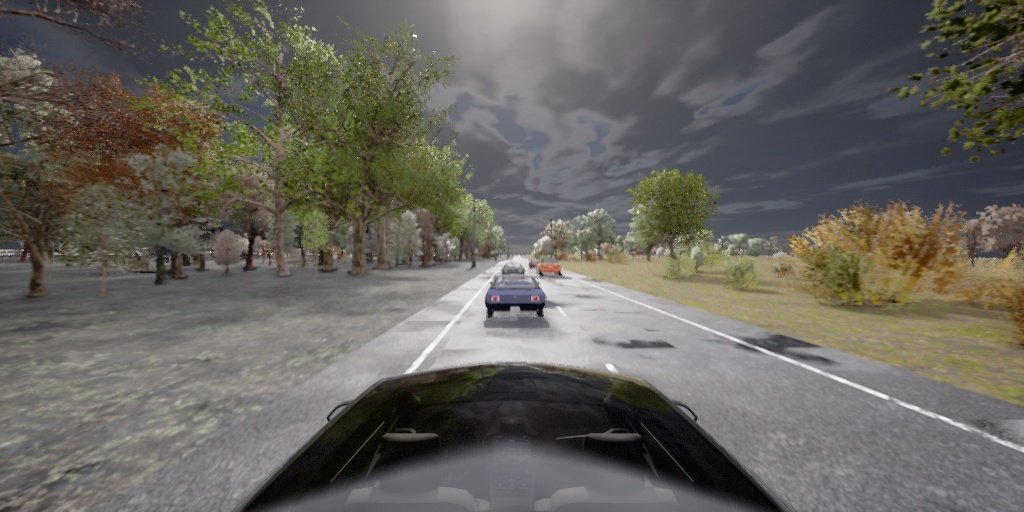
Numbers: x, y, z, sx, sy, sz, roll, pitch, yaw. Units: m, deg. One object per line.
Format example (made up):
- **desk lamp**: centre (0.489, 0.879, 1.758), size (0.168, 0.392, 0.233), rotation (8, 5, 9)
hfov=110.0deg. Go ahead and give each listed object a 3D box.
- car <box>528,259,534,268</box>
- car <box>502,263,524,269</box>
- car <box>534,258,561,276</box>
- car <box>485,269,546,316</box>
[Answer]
- **car**: centre (3.602, 1.100, 55.395), size (1.994, 1.385, 4.181), rotation (0, 0, 0)
- **car**: centre (0.100, 1.232, 31.258), size (1.895, 1.301, 4.718), rotation (0, 0, 0)
- **car**: centre (3.601, 0.965, 35.709), size (2.097, 1.767, 4.553), rotation (0, 0, 0)
- **car**: centre (0.100, 1.305, 13.026), size (1.895, 1.301, 4.718), rotation (0, 0, 0)
